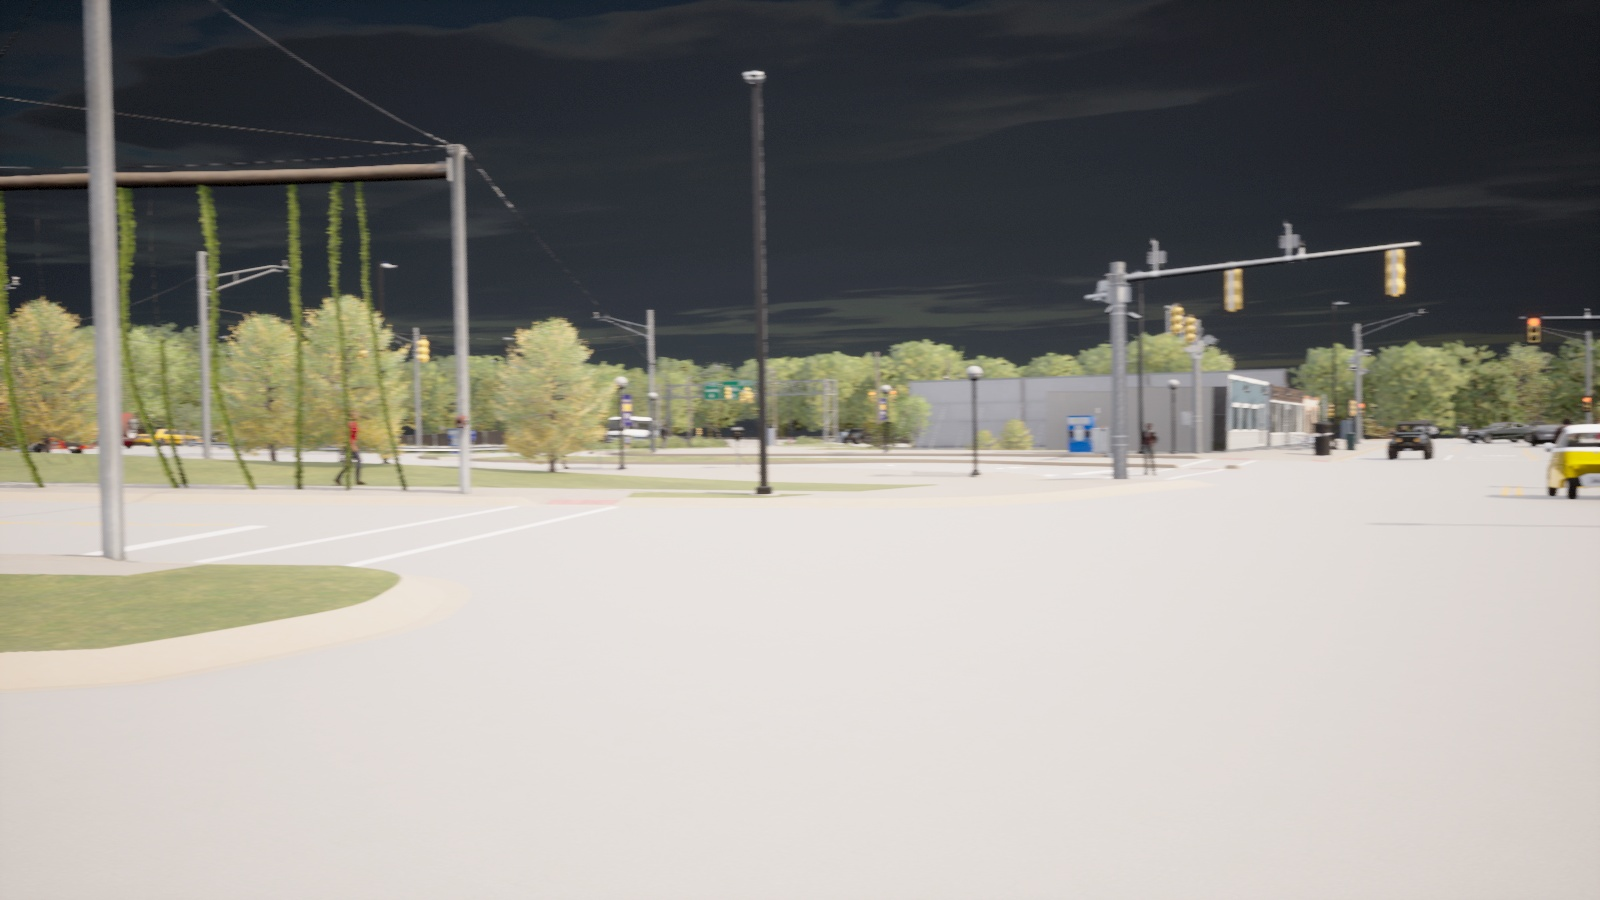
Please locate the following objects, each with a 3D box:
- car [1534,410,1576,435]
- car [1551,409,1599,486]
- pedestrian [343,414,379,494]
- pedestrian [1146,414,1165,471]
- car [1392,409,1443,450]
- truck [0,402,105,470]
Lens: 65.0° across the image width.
[{"bbox_3d":[50.547,-1.865,84.106,2.163,1.488,4.792,-1,1,28],"label":"car"},{"bbox_3d":[14.840,-0.068,23.250,1.481,1.376,2.207,-1,0,28],"label":"car"},{"bbox_3d":[-10.357,0.093,29.614,0.636,1.846,0.331,-2,1,3],"label":"pedestrian"},{"bbox_3d":[12.188,-0.265,43.056,0.402,1.930,0.666,-1,2,31],"label":"pedestrian"},{"bbox_3d":[30.458,-1.037,61.894,1.905,1.878,3.866,-1,1,31],"label":"car"},{"bbox_3d":[-45.333,-0.862,74.757,8.468,3.827,2.891,1,1,29],"label":"truck"}]
